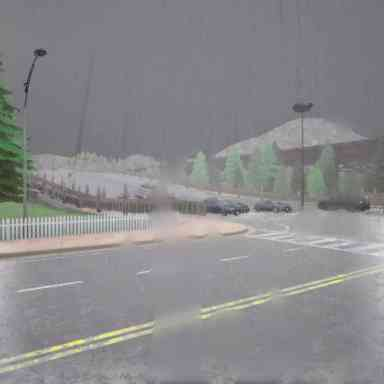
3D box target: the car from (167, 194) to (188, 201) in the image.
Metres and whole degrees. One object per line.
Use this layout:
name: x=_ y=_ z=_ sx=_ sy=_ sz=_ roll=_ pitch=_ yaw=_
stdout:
car: x=-1.600 y=1.412 z=44.147 sx=1.994 sy=1.385 sz=4.181 roll=0 pitch=2 yaw=-36

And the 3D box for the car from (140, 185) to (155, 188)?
car: x=-8.632 y=0.169 z=59.776 sx=1.837 sy=1.490 sz=4.892 roll=0 pitch=6 yaw=-36

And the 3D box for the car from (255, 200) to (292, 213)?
car: x=8.714 y=1.558 z=36.059 sx=1.994 sy=1.385 sz=4.181 roll=0 pitch=0 yaw=-36

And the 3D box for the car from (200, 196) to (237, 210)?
car: x=3.392 y=1.424 z=43.271 sx=1.882 sy=1.535 sz=5.008 roll=0 pitch=1 yaw=-36

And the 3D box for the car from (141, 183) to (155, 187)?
car: x=-9.869 y=-1.239 z=73.406 sx=2.128 sy=1.511 sz=4.902 roll=0 pitch=7 yaw=-36

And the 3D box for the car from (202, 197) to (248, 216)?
car: x=2.618 y=1.543 z=32.526 sx=2.033 sy=1.411 sz=5.357 roll=0 pitch=0 yaw=-36

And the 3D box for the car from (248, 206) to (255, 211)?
car: x=4.298 y=1.555 z=36.148 sx=1.994 sy=1.385 sz=4.181 roll=0 pitch=0 yaw=-36

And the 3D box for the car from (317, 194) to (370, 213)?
car: x=16.967 y=1.221 z=37.424 sx=2.150 sy=2.045 sz=5.566 roll=1 pitch=0 yaw=-36

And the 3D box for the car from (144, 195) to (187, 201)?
car: x=-3.348 y=1.451 z=40.615 sx=2.033 sy=1.411 sz=5.357 roll=0 pitch=2 yaw=-36

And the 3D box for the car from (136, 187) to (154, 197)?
car: x=-7.520 y=0.635 z=52.235 sx=2.097 sy=1.767 sz=4.553 roll=0 pitch=4 yaw=-36

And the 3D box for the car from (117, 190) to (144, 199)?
car: x=-9.427 y=0.904 z=48.908 sx=1.837 sy=1.490 sz=4.892 roll=0 pitch=4 yaw=-36
